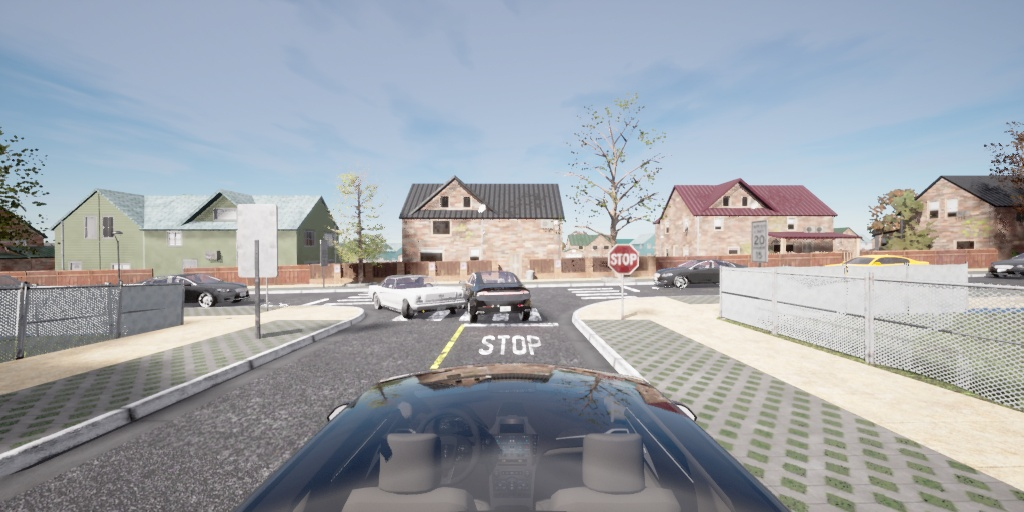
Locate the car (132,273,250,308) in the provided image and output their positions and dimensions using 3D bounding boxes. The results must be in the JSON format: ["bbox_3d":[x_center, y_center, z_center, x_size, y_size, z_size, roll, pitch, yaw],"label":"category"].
[{"bbox_3d":[-14.904,1.567,16.581,4.902,1.511,2.128,-1,1,0],"label":"car"}]

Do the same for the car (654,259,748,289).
[{"bbox_3d":[10.328,0.926,19.638,4.902,1.511,2.128,-1,1,0],"label":"car"}]

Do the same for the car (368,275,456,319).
[{"bbox_3d":[-3.604,1.368,13.087,1.895,1.301,4.718,0,0,-38],"label":"car"}]

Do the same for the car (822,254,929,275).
[{"bbox_3d":[19.759,0.691,19.676,5.008,1.535,1.882,-1,1,-1],"label":"car"}]

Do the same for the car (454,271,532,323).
[{"bbox_3d":[-0.688,1.243,12.228,2.128,1.511,4.902,0,0,-12],"label":"car"}]

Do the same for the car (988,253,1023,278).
[{"bbox_3d":[29.383,0.478,19.713,4.902,1.511,2.128,-1,1,0],"label":"car"}]

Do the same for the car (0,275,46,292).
[{"bbox_3d":[-24.242,1.648,16.539,4.553,1.767,2.097,-1,1,0],"label":"car"}]
